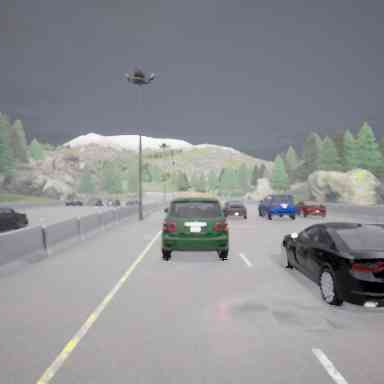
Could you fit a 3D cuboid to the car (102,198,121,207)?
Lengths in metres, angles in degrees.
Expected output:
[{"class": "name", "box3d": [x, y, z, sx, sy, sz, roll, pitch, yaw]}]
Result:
[{"class": "car", "box3d": [-14.024, 1.893, 59.610, 2.128, 1.511, 4.902, 0, -1, 1]}]

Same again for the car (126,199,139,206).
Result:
[{"class": "car", "box3d": [-10.527, 1.965, 59.673, 1.994, 1.385, 4.181, 0, -1, 1]}]

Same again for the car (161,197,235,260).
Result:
[{"class": "car", "box3d": [0.104, 1.188, 12.471, 2.150, 2.045, 5.566, 0, 0, 0]}]

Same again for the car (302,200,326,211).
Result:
[{"class": "car", "box3d": [10.607, 1.509, 30.586, 1.882, 1.535, 5.008, 0, 0, 0]}]

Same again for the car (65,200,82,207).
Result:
[{"class": "car", "box3d": [-21.012, 2.000, 59.543, 1.895, 1.301, 4.718, 0, -1, 1]}]

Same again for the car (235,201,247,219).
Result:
[{"class": "car", "box3d": [3.606, 1.526, 29.188, 1.837, 1.490, 4.892, 0, 0, 0]}]

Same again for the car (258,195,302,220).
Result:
[{"class": "car", "box3d": [7.106, 1.237, 28.208, 2.150, 2.045, 5.566, 0, 0, 0]}]

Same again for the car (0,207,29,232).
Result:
[{"class": "car", "box3d": [-10.596, 1.518, 17.454, 2.033, 1.411, 5.357, 0, 0, 0]}]

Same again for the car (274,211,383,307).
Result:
[{"class": "car", "box3d": [3.597, 1.449, 7.971, 1.882, 1.535, 5.008, 0, 0, 0]}]

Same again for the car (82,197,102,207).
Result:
[{"class": "car", "box3d": [-17.522, 1.754, 59.660, 2.097, 1.767, 4.553, 0, -1, 1]}]

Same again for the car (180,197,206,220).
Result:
[{"class": "car", "box3d": [0.106, 1.371, 28.822, 2.097, 1.767, 4.553, 0, 0, 0]}]
